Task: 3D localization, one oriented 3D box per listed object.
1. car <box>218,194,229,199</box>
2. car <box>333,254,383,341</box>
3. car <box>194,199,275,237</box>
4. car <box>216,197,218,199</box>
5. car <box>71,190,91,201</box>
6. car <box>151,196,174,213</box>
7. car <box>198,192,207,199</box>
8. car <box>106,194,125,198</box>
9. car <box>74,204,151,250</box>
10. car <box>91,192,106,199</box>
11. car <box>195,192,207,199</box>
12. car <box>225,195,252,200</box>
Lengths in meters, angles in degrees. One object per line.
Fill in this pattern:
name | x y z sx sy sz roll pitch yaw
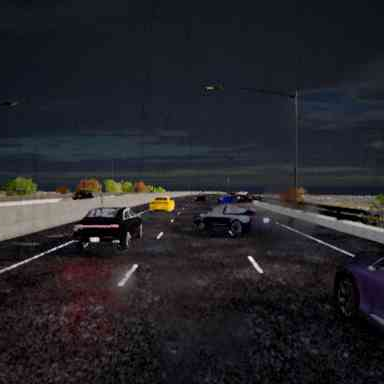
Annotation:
car | 4.233 1.122 36.915 1.882 1.535 5.008 0 0 2
car | 3.541 1.385 4.156 2.033 1.649 4.856 0 1 1
car | 2.072 1.327 17.260 2.163 1.488 4.792 0 1 -35
car | 4.603 1.057 47.862 2.163 1.488 4.792 0 0 2
car | -19.494 0.678 59.354 2.150 2.045 5.566 0 1 3
car | -2.806 1.165 31.937 1.882 1.535 5.008 0 1 2
car | 2.480 0.826 78.159 2.128 1.511 4.902 0 0 3
car | -12.583 1.022 57.381 2.033 1.411 5.357 0 0 3
car | -3.216 1.350 13.562 2.128 1.511 4.902 0 1 1
car | -15.980 1.058 59.637 1.895 1.301 4.718 0 0 3
car | 1.539 1.032 58.909 1.994 1.385 4.181 0 1 3
car | 3.933 1.246 25.997 1.837 1.490 4.892 0 1 1
